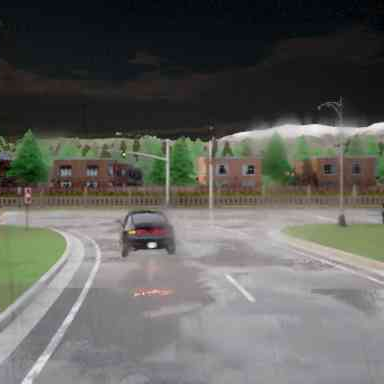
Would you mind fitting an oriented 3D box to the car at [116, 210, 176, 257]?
[{"bbox_3d":[-1.844,1.460,12.947,1.837,1.490,4.892,0,0,-14],"label":"car"}]

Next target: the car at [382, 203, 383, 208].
[{"bbox_3d":[22.622,0.976,33.994,5.566,2.045,2.150,-1,0,2],"label":"car"}]
